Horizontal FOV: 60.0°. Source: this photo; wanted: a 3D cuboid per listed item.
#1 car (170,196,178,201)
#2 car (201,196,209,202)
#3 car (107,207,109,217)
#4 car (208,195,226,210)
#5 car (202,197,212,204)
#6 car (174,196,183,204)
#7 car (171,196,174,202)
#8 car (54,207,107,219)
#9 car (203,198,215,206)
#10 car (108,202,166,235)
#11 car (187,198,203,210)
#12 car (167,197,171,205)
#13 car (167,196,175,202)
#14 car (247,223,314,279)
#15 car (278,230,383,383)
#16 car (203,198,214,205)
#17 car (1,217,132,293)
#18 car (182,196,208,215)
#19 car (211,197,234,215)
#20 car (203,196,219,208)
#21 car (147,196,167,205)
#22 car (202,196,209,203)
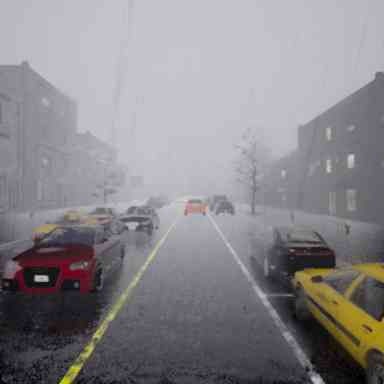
[{"bbox_3d":[-5.184,1.891,94.606,2.008,1.369,4.403,1,0,0],"label":"car"},{"bbox_3d":[3.389,1.904,89.921,2.008,1.369,4.403,1,0,0],"label":"car"},{"bbox_3d":[-5.557,1.637,21.033,1.802,1.307,4.206,1,0,0],"label":"car"},{"bbox_3d":[3.378,1.387,42.370,2.150,2.045,5.566,0,0,0],"label":"car"},{"bbox_3d":[3.164,1.819,70.465,1.887,1.381,4.507,1,0,0],"label":"car"},{"bbox_3d":[-2.550,1.751,69.019,1.812,1.442,4.674,0,0,0],"label":"car"},{"bbox_3d":[-5.257,1.661,65.297,1.967,1.590,4.097,1,0,0],"label":"car"},{"bbox_3d":[-5.595,1.559,15.330,1.752,1.417,4.829,1,0,0],"label":"car"},{"bbox_3d":[3.084,1.797,59.705,1.947,1.339,4.313,1,0,0],"label":"car"},{"bbox_3d":[-2.973,1.549,19.136,2.128,1.511,4.902,0,0,1],"label":"car"},{"bbox_3d":[0.403,1.665,47.407,2.128,1.511,4.902,0,0,0],"label":"car"},{"bbox_3d":[-5.297,1.781,59.764,1.802,1.307,4.206,1,0,0],"label":"car"},{"bbox_3d":[-5.206,1.818,83.371,1.752,1.417,4.829,1,0,0],"label":"car"},{"bbox_3d":[2.748,1.597,9.909,2.008,1.369,4.403,1,0,0],"label":"car"},{"bbox_3d":[2.712,1.553,4.546,1.752,1.417,4.829,1,0,0],"label":"car"},{"bbox_3d":[3.121,1.819,65.239,1.947,1.339,4.313,1,0,0],"label":"car"},{"bbox_3d":[-3.053,1.584,8.772,1.994,1.385,4.181,0,0,1],"label":"car"},{"bbox_3d":[0.320,1.480,35.312,2.097,1.767,4.553,0,0,0],"label":"car"},{"bbox_3d":[3.368,1.645,35.338,1.837,1.490,4.892,0,0,0],"label":"car"},{"bbox_3d":[3.050,1.525,54.174,2.192,1.841,5.009,1,0,0],"label":"car"},{"bbox_3d":[-5.368,1.471,48.699,2.192,1.841,5.009,1,0,0],"label":"car"},{"bbox_3d":[3.293,1.844,81.701,1.752,1.417,4.829,1,0,0],"label":"car"}]
